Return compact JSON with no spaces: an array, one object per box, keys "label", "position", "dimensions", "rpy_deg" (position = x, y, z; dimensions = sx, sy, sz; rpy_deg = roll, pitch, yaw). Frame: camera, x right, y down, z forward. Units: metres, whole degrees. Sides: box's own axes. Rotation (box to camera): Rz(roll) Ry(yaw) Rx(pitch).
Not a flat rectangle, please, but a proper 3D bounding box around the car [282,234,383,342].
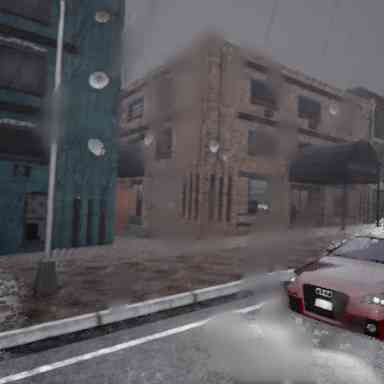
[{"label":"car","position":[3.652,1.539,6.280],"dimensions":[4.181,1.385,1.994],"rpy_deg":[0,0,-35]}]
